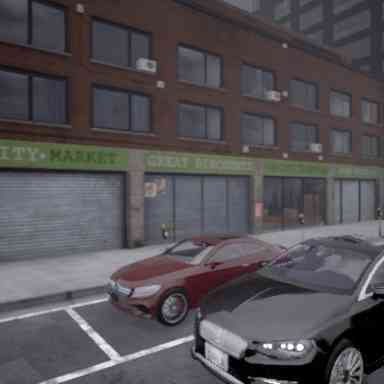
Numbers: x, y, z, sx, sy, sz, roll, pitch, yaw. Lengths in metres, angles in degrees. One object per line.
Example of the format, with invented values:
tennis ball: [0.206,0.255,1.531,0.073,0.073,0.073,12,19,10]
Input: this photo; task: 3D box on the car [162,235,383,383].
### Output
car: [2.261,1.464,4.940,4.902,1.511,2.128,0,0,-35]

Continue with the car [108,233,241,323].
car: [0.387,1.557,6.927,4.206,1.307,1.802,0,0,-35]
